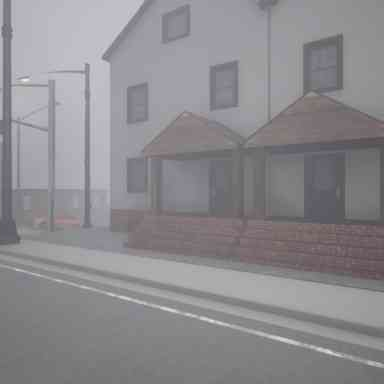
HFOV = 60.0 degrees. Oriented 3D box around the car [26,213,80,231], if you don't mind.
[{"bbox_3d":[-12.647,2.712,30.487,2.097,1.767,4.553,0,-9,36],"label":"car"}]
